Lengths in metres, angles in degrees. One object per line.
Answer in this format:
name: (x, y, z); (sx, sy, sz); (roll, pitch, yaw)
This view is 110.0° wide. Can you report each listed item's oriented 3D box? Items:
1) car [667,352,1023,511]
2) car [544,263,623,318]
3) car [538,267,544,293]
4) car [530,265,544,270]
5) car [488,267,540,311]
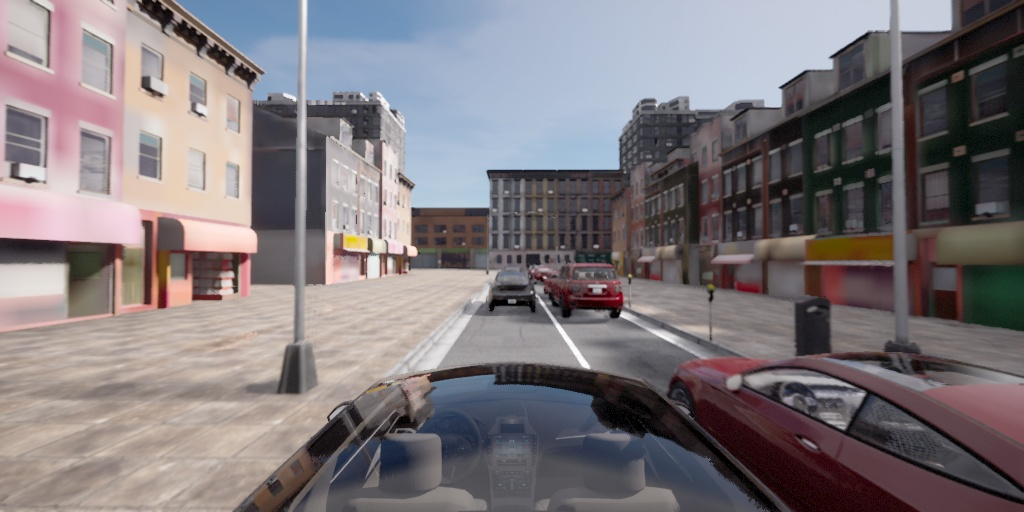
car: (2.639, 1.340, 2.501); (1.802, 1.307, 4.207); (0, 0, 0)
car: (2.639, 1.185, 13.507); (2.192, 1.841, 5.009); (0, 0, 0)
car: (2.639, 1.473, 19.011); (1.888, 1.381, 4.507); (0, 0, 0)
car: (2.639, 1.592, 30.017); (1.888, 1.381, 4.507); (0, 0, 0)
car: (0.016, 1.397, 15.359); (1.837, 1.490, 4.892); (0, 0, 0)
